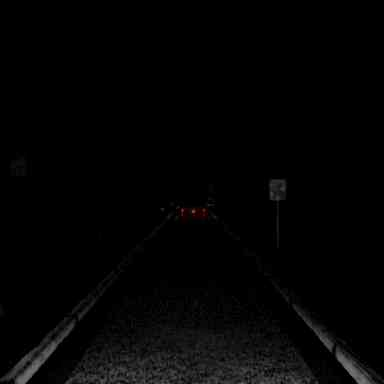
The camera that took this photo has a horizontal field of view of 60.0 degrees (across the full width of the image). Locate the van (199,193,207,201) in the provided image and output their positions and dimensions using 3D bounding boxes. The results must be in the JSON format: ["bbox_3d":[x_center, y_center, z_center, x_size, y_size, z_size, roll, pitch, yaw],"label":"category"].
[{"bbox_3d":[2.987,1.295,89.263,1.878,1.987,4.442,0,0,0],"label":"van"}]

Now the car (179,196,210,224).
[{"bbox_3d":[0.096,1.382,25.387,2.097,1.767,4.553,0,0,0],"label":"car"}]

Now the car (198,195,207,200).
[{"bbox_3d":[2.987,1.533,94.660,2.231,1.521,4.892,0,0,0],"label":"car"}]

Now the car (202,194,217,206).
[{"bbox_3d":[2.991,1.533,50.486,2.231,1.521,4.892,0,0,0],"label":"car"}]

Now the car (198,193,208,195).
[{"bbox_3d":[2.988,1.264,78.132,2.435,2.045,5.566,0,0,0],"label":"car"}]
